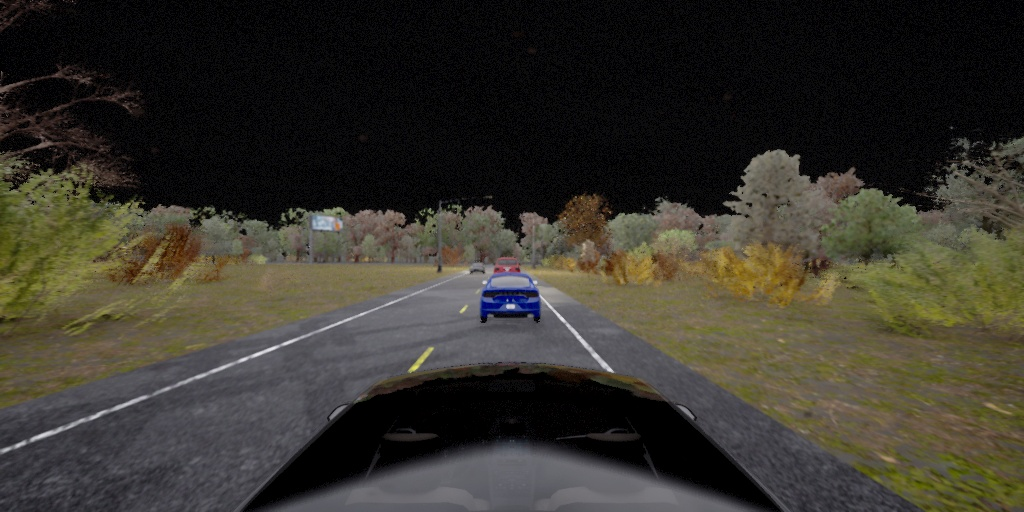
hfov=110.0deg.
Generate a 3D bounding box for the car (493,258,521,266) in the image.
[{"bbox_3d":[-0.415,1.194,30.643,2.150,2.045,5.566,0,-1,-1],"label":"car"}]

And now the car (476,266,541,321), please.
[{"bbox_3d":[-0.067,1.316,12.849,1.882,1.535,5.008,0,0,-1],"label":"car"}]

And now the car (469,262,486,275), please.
[{"bbox_3d":[-4.427,1.596,46.354,1.837,1.490,4.892,0,-1,-1],"label":"car"}]
